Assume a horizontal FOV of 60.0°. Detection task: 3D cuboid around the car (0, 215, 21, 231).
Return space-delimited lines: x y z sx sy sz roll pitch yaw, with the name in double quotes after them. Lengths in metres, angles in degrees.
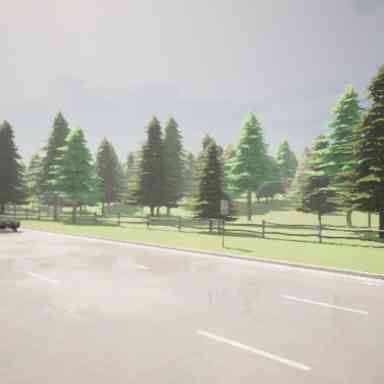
-15.908 2.528 27.226 4.718 1.301 1.895 -1 -4 41 "car"
